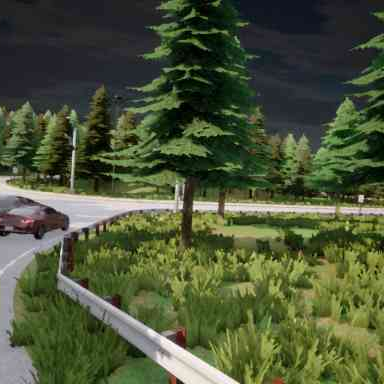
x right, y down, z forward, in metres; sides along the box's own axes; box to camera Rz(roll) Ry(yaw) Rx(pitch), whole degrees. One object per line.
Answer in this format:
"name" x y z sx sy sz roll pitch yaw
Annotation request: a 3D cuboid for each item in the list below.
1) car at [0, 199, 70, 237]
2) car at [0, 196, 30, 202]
"car" -7.660 1.337 16.413 1.812 1.442 4.674 4 1 2
"car" -10.789 1.012 19.534 1.837 1.490 4.892 4 1 3
